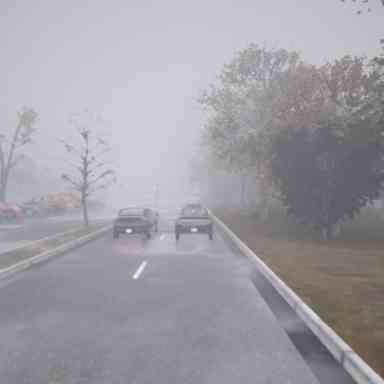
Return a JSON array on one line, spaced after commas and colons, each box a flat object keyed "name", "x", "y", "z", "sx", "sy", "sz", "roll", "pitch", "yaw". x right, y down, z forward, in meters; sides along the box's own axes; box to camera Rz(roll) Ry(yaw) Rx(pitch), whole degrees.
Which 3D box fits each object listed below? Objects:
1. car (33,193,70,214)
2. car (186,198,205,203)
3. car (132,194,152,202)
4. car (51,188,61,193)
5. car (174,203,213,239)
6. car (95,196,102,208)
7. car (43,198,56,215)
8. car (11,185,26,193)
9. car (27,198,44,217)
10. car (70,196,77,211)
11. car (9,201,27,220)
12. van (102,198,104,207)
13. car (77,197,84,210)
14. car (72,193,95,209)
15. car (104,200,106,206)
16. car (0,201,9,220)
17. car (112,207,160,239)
[{"name": "car", "x": -16.824, "y": 1.412, "z": 37.089, "sx": 5.566, "sy": 2.045, "sz": 2.435, "roll": -1, "pitch": 0, "yaw": -20}, {"name": "car", "x": 0.101, "y": 1.657, "z": 35.034, "sx": 1.837, "sy": 1.490, "sz": 4.892, "roll": 0, "pitch": -1, "yaw": 0}, {"name": "car", "x": -14.459, "y": 1.918, "z": 92.958, "sx": 4.792, "sy": 1.488, "sz": 2.163, "roll": -1, "pitch": 0, "yaw": -15}, {"name": "car", "x": -34.173, "y": 0.072, "z": 83.895, "sx": 2.435, "sy": 2.045, "sz": 5.566, "roll": 6, "pitch": -3, "yaw": -19}, {"name": "car", "x": 0.100, "y": 1.527, "z": 17.505, "sx": 2.128, "sy": 1.511, "sz": 4.902, "roll": 0, "pitch": 0, "yaw": 0}, {"name": "car", "x": -16.723, "y": 1.517, "z": 49.139, "sx": 5.566, "sy": 2.045, "sz": 2.435, "roll": -1, "pitch": -1, "yaw": -20}, {"name": "car", "x": -16.823, "y": 1.667, "z": 34.083, "sx": 4.792, "sy": 1.488, "sz": 2.163, "roll": -1, "pitch": 0, "yaw": -20}, {"name": "car", "x": -43.211, "y": -0.493, "z": 83.947, "sx": 2.231, "sy": 1.521, "sz": 4.892, "roll": 6, "pitch": -3, "yaw": -19}, {"name": "car", "x": -16.807, "y": 1.615, "z": 31.100, "sx": 4.892, "sy": 1.521, "sz": 2.231, "roll": -1, "pitch": -1, "yaw": -20}, {"name": "car", "x": -16.964, "y": 1.688, "z": 40.037, "sx": 5.366, "sy": 1.575, "sz": 1.946, "roll": -1, "pitch": 0, "yaw": -20}, {"name": "car", "x": -16.835, "y": 1.466, "z": 28.090, "sx": 4.553, "sy": 1.767, "sz": 2.185, "roll": -1, "pitch": -1, "yaw": -20}, {"name": "van", "x": -16.608, "y": 1.568, "z": 52.175, "sx": 4.442, "sy": 1.987, "sz": 1.878, "roll": -1, "pitch": -1, "yaw": -19}, {"name": "car", "x": -16.775, "y": 1.755, "z": 43.104, "sx": 4.674, "sy": 1.452, "sz": 2.002, "roll": -1, "pitch": 0, "yaw": -20}, {"name": "car", "x": -16.795, "y": 1.491, "z": 46.103, "sx": 5.566, "sy": 2.045, "sz": 2.435, "roll": -1, "pitch": 0, "yaw": -20}, {"name": "car", "x": -16.633, "y": 1.696, "z": 55.152, "sx": 4.553, "sy": 1.767, "sz": 2.185, "roll": -1, "pitch": 0, "yaw": -19}, {"name": "car", "x": -16.774, "y": 1.444, "z": 25.105, "sx": 4.553, "sy": 1.767, "sz": 2.185, "roll": -1, "pitch": 0, "yaw": -20}, {"name": "car", "x": -2.900, "y": 1.542, "z": 17.690, "sx": 1.837, "sy": 1.490, "sz": 4.892, "roll": 0, "pitch": 0, "yaw": 0}]
